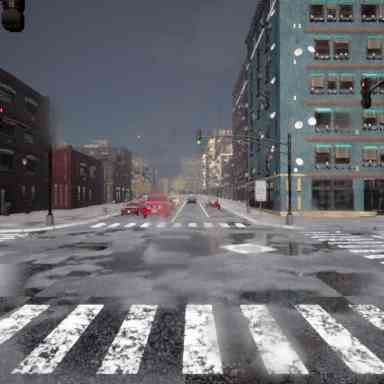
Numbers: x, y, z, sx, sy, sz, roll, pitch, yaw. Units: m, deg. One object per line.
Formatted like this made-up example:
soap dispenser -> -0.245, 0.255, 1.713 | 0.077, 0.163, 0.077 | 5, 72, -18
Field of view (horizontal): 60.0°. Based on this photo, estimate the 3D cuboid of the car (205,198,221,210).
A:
car -> 2.705, 1.451, 43.991 | 1.967, 1.590, 4.097 | 1, 0, 0

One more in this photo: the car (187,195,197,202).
car -> -0.001, 1.403, 70.657 | 1.994, 1.385, 4.181 | 0, 0, 0

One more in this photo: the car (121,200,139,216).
car -> -5.753, 1.553, 32.561 | 1.887, 1.381, 4.507 | 1, 0, 0

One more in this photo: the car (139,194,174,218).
car -> -3.107, 1.229, 30.347 | 2.150, 2.045, 5.566 | 0, 0, 0

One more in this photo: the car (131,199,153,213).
car -> -5.677, 1.554, 38.243 | 1.887, 1.381, 4.507 | 1, 0, 0

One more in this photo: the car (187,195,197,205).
car -> 0.000, 1.562, 60.231 | 2.033, 1.411, 5.357 | 0, 0, 0

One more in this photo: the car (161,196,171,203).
car -> -5.678, 1.601, 72.363 | 1.802, 1.307, 4.206 | 1, 0, 0

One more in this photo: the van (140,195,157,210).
van -> -5.673, 1.352, 43.930 | 1.690, 1.788, 3.998 | 1, 0, 0

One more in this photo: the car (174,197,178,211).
car -> -3.089, 1.535, 40.895 | 1.812, 1.442, 4.674 | 0, 0, 0
